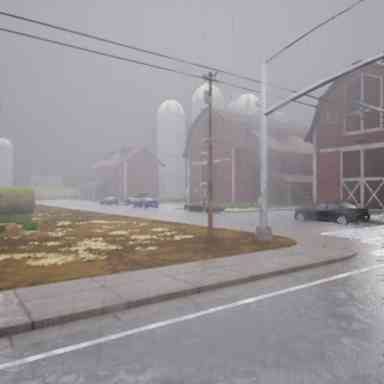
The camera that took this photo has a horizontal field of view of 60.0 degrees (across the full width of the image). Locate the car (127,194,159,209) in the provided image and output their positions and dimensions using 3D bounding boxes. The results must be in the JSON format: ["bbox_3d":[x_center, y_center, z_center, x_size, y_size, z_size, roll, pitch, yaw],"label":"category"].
[{"bbox_3d":[-6.225,1.396,43.777,1.882,1.535,5.008,-1,1,-37],"label":"car"}]

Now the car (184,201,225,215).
[{"bbox_3d":[1.159,1.541,33.817,1.895,1.301,4.718,0,0,-36],"label":"car"}]

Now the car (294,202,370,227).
[{"bbox_3d":[9.386,1.418,22.719,1.882,1.535,5.008,0,0,-36],"label":"car"}]

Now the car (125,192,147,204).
[{"bbox_3d":[-8.853,1.079,54.161,3.866,1.878,1.905,-2,5,11],"label":"car"}]

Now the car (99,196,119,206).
[{"bbox_3d":[-13.358,1.450,53.393,1.812,1.442,4.674,0,0,-37],"label":"car"}]
